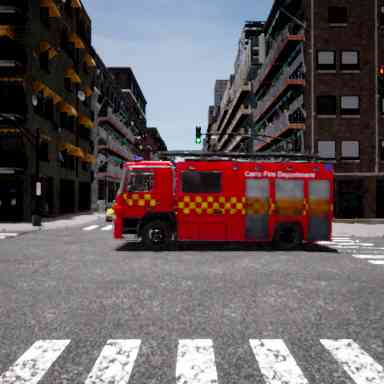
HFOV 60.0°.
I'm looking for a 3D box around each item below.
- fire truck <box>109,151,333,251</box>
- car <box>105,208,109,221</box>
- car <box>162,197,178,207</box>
[{"bbox_3d":[1.238,0.312,13.966,8.468,3.827,2.891,1,0,-1],"label":"fire truck"},{"bbox_3d":[-5.785,1.530,27.072,1.752,1.417,4.829,1,0,0],"label":"car"},{"bbox_3d":[-3.274,1.501,51.278,2.128,1.511,4.902,0,0,0],"label":"car"}]
